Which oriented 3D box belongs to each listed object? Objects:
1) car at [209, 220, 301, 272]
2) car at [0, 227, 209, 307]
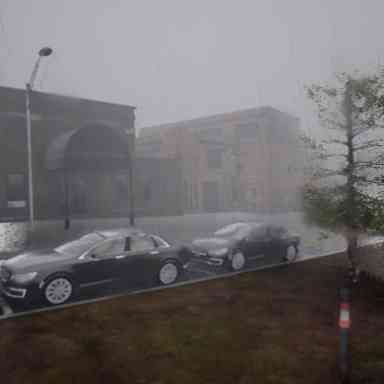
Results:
[{"bbox_3d":[2.109,1.819,12.318,4.892,1.521,2.231,2,2,-39],"label":"car"},{"bbox_3d":[-2.247,1.730,8.813,4.892,1.521,2.231,2,2,-38],"label":"car"}]
